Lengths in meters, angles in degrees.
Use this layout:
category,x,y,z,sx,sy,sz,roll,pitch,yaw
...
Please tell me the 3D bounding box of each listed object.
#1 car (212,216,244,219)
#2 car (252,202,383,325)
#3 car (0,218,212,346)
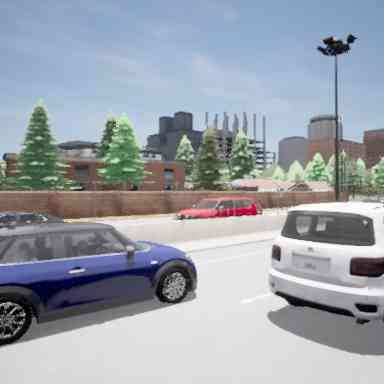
category,x,y,z,sx,sy,sz,roll,pitch,yaw
car,1.446,1.317,18.736,5.566,2.045,2.150,0,-1,-40
car,3.930,1.234,6.906,5.566,2.045,2.150,0,0,-39
car,-2.084,1.406,6.726,4.553,1.767,2.097,0,0,-36
